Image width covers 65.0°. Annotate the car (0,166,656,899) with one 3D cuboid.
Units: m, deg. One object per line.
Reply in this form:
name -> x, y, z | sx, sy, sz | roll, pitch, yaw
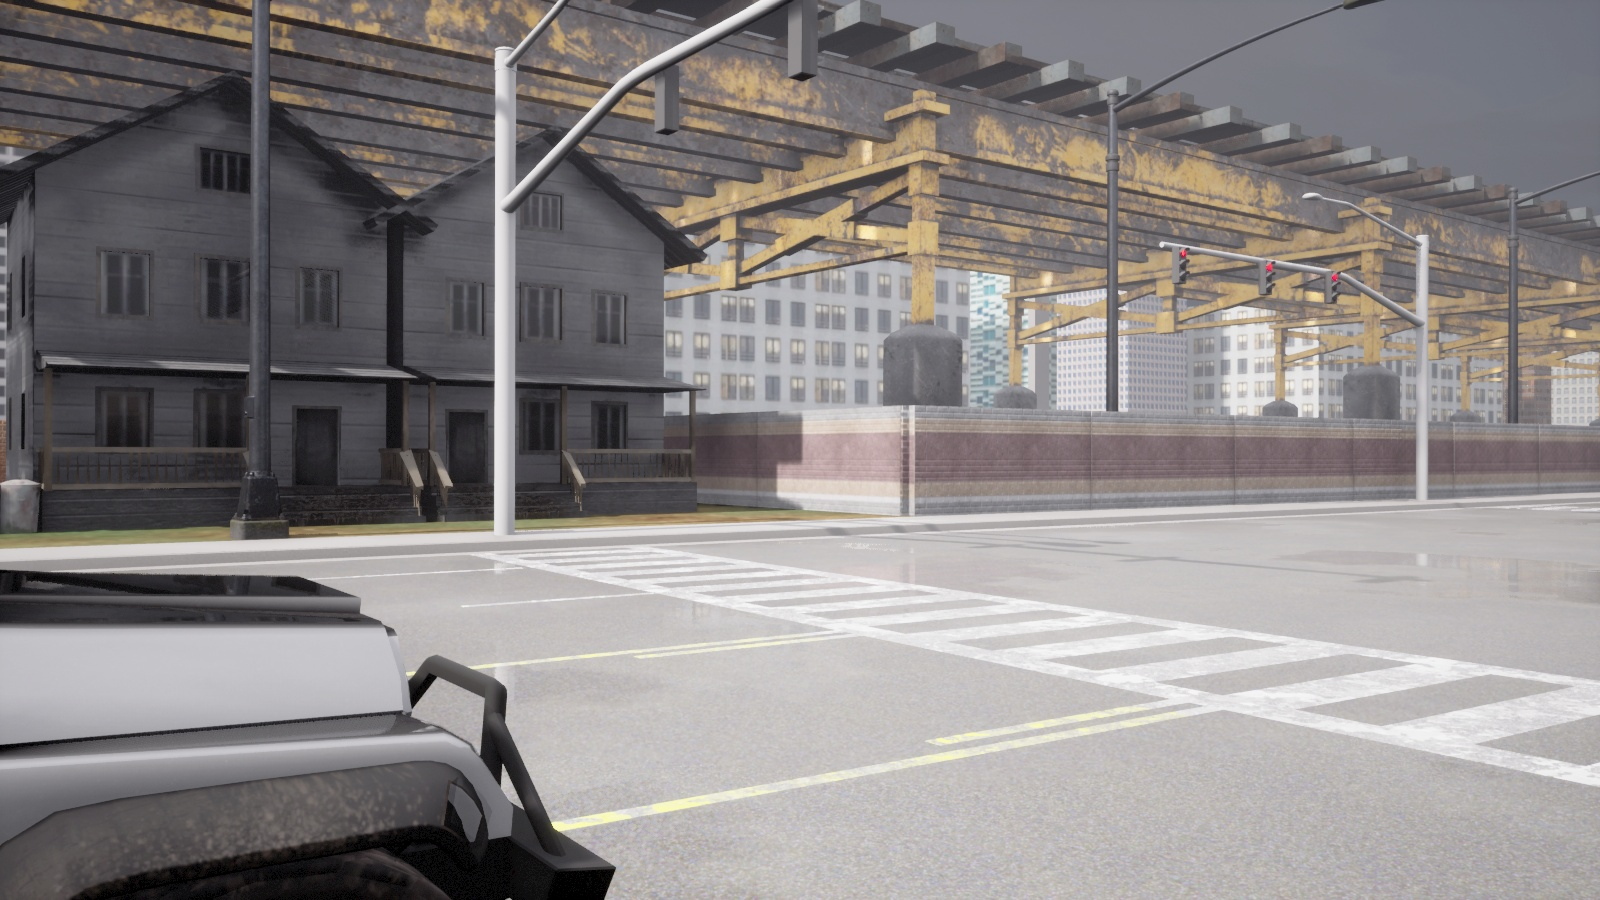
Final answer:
car -> -2.398, 0.551, 1.999 | 3.866, 1.878, 1.905 | 0, 0, -34
